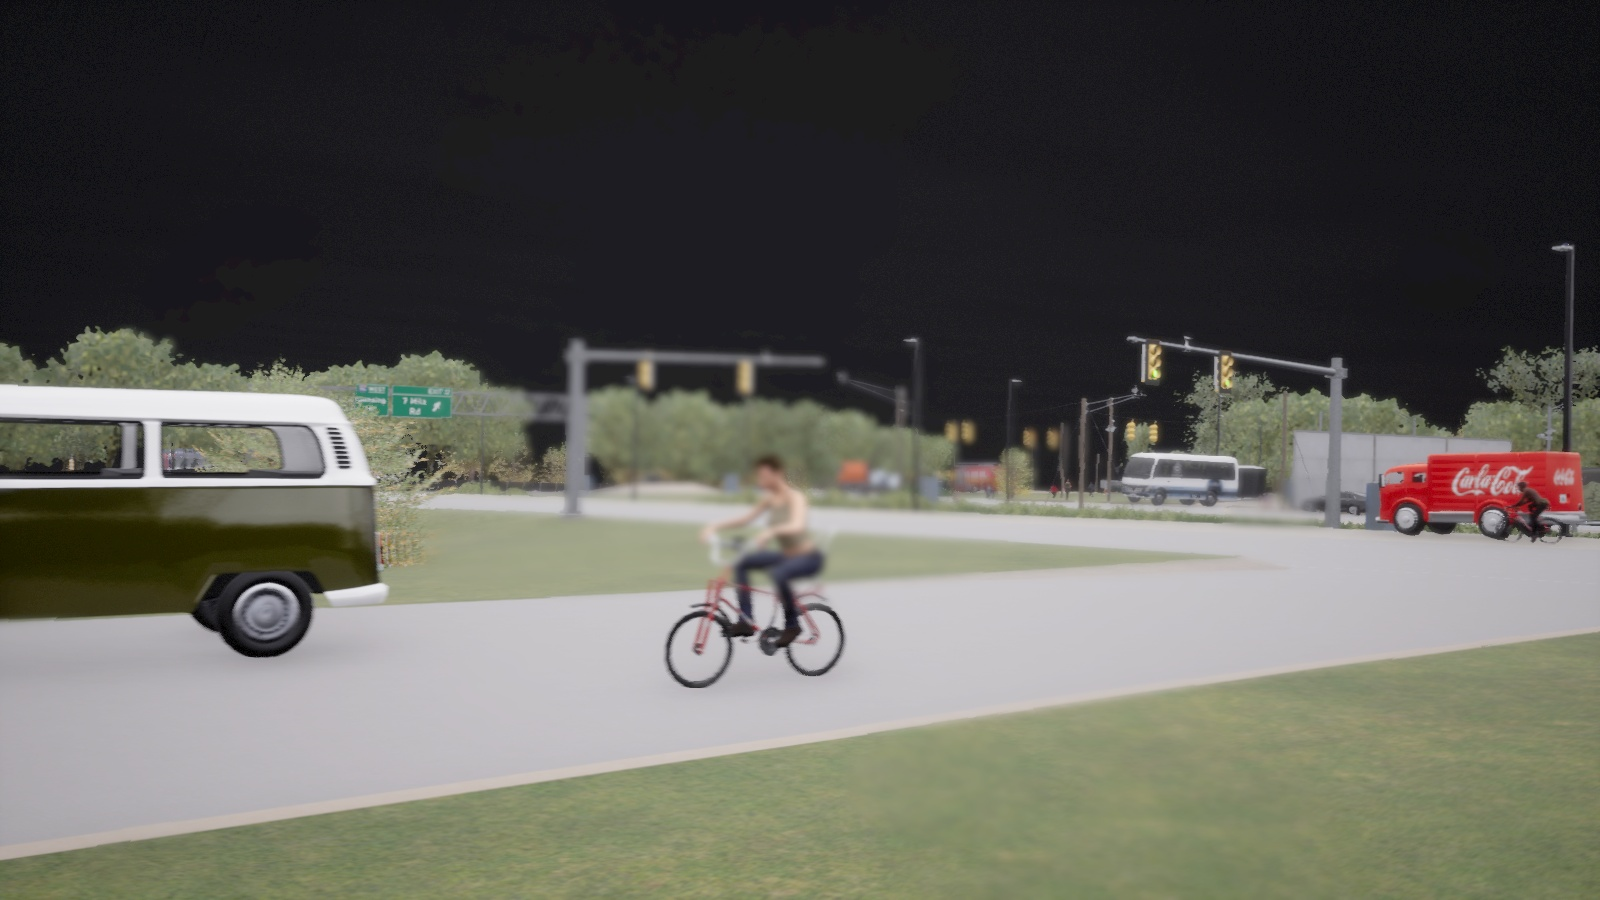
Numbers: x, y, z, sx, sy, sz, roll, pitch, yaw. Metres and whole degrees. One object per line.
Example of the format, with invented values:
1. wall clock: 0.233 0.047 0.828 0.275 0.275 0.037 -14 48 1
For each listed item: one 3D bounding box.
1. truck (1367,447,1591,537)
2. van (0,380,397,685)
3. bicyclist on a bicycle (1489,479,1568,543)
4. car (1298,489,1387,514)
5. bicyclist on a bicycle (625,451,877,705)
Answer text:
1. truck: 20.102 1.254 37.432 2.627 2.467 5.204 1 -2 -34
2. van: -5.608 0.556 9.452 4.480 2.038 2.069 1 0 -34
3. bicyclist on a bicycle: 19.016 1.576 32.811 0.582 1.620 1.656 1 -2 -34
4. car: 33.924 3.198 78.616 1.837 1.490 4.892 1 -1 -34
5. bicyclist on a bicycle: -0.337 0.825 8.762 1.509 1.612 0.866 1 0 -34
